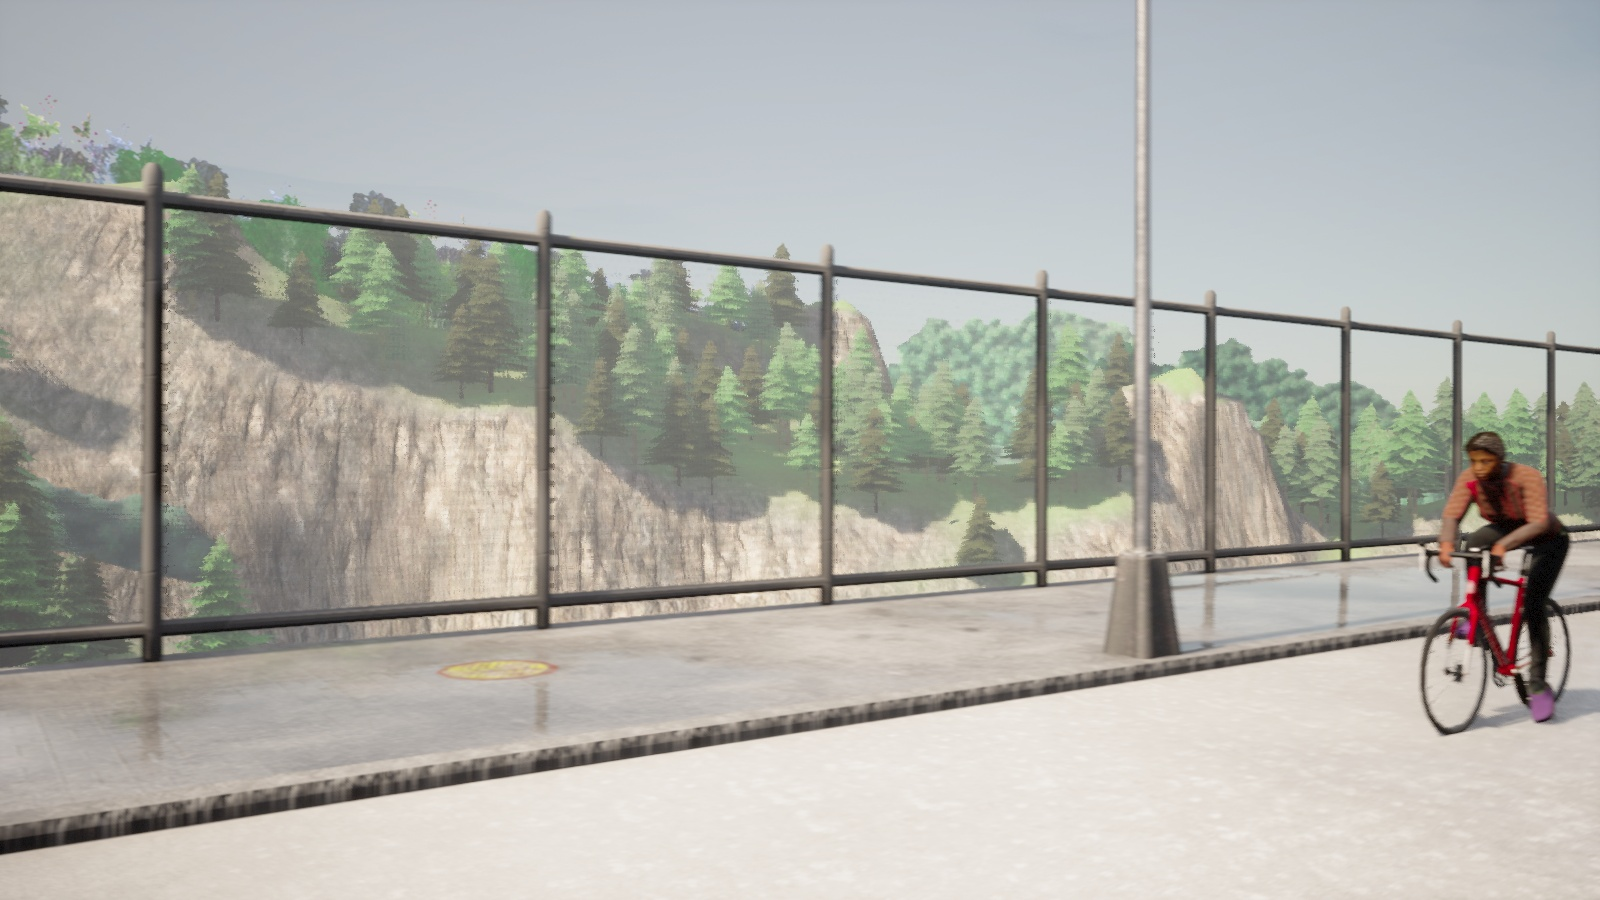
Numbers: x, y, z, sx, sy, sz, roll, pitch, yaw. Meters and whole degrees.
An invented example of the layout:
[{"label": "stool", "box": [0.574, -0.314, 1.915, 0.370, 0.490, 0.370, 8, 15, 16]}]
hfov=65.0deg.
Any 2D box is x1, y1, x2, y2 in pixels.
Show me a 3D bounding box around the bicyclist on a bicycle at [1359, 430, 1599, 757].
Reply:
[{"label": "bicyclist on a bicycle", "box": [3.832, 0.707, 6.935, 1.656, 1.620, 0.582, 0, 0, -35]}]
